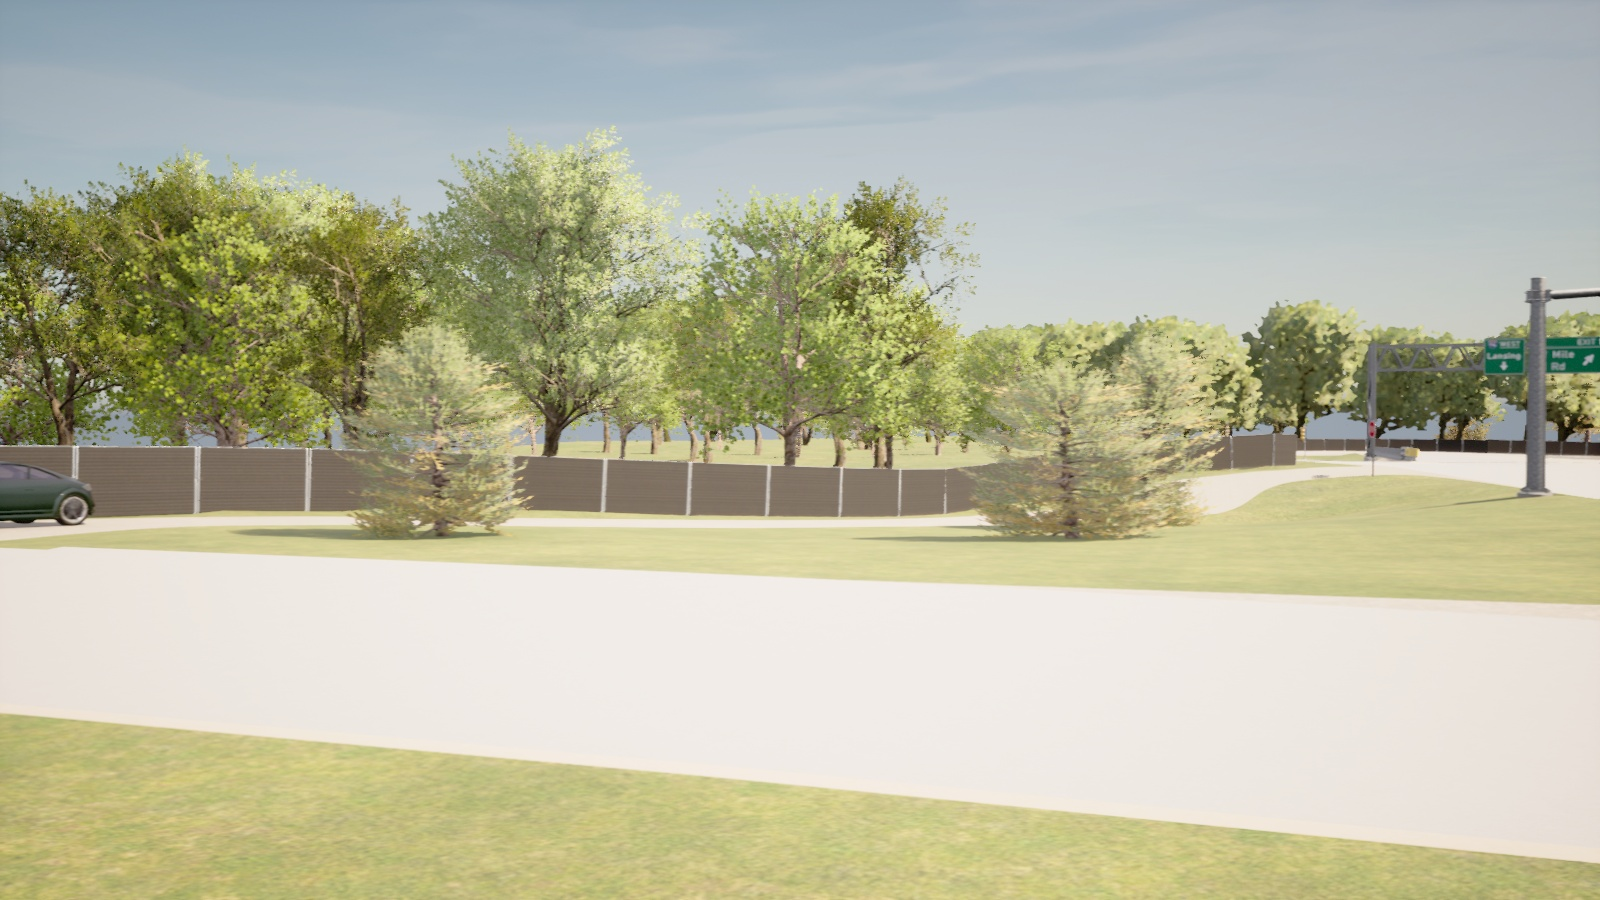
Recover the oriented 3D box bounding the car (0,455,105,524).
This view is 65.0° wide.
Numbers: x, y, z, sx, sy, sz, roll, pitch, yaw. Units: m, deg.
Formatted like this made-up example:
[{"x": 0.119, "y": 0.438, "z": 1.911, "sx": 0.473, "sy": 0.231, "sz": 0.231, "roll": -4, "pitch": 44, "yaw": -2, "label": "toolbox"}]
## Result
[{"x": -16.922, "y": 0.793, "z": 25.808, "sx": 1.994, "sy": 1.385, "sz": 4.181, "roll": 1, "pitch": 0, "yaw": 28, "label": "car"}]
